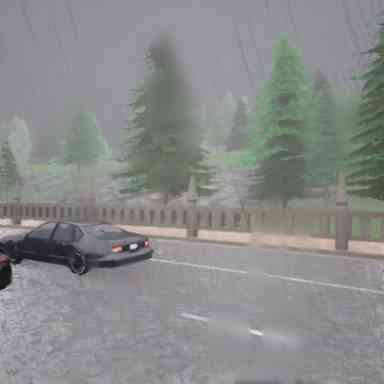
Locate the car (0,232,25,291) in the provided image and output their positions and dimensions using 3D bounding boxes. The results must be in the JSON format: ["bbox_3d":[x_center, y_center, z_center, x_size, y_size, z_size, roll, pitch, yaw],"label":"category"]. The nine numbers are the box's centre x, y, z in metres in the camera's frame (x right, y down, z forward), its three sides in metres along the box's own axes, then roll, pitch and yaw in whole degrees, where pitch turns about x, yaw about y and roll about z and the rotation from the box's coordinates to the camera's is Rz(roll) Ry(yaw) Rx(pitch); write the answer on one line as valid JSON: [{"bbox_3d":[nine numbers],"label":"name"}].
[{"bbox_3d":[-6.028,1.558,7.504,4.181,1.385,1.994,0,0,30],"label":"car"}]

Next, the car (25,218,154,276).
[{"bbox_3d":[-3.742,1.528,10.290,5.357,1.411,2.033,0,0,31],"label":"car"}]
